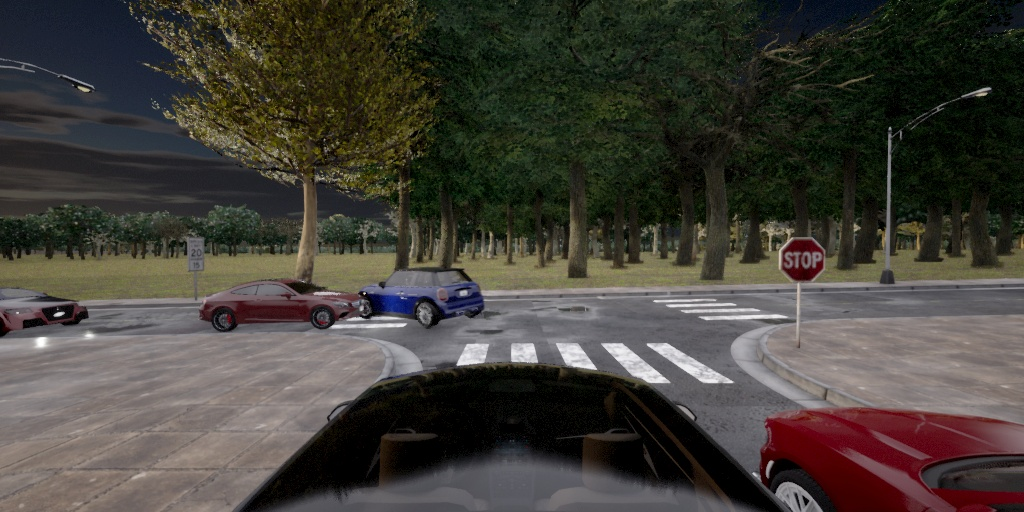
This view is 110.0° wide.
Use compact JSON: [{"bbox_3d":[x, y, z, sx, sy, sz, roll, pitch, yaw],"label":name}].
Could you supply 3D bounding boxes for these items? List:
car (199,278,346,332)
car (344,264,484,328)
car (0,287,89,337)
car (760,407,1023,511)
[{"bbox_3d":[-7.037,1.431,11.196,4.674,1.442,1.812,-1,1,0],"label":"car"},{"bbox_3d":[-3.171,1.149,11.827,4.553,1.767,2.097,-1,1,35],"label":"car"},{"bbox_3d":[-16.148,1.690,11.191,4.181,1.385,1.994,-1,1,0],"label":"car"},{"bbox_3d":[2.636,1.295,0.761,1.888,1.381,4.507,0,0,0],"label":"car"}]
